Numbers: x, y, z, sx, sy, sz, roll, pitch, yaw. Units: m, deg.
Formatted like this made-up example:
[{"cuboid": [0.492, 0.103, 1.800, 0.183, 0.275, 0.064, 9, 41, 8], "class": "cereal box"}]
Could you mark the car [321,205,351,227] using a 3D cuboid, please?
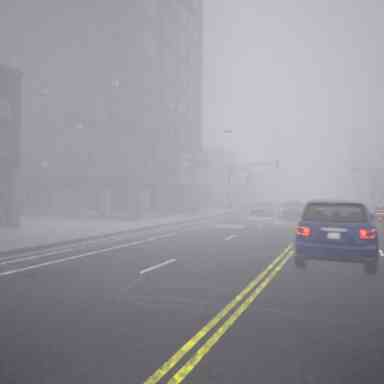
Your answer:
[{"cuboid": [10.903, 1.740, 25.215, 1.895, 1.301, 4.718, 0, 0, 23], "class": "car"}]

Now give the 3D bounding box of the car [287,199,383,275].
[{"cuboid": [4.745, 1.272, 11.008, 2.150, 2.045, 5.566, 0, -1, 24], "class": "car"}]

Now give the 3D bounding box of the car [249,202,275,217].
[{"cuboid": [7.235, 1.681, 33.631, 2.033, 1.411, 5.357, 0, 0, 23], "class": "car"}]

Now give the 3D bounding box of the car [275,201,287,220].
[{"cuboid": [8.933, 1.486, 29.296, 2.097, 1.767, 4.553, 0, 0, 23], "class": "car"}]
